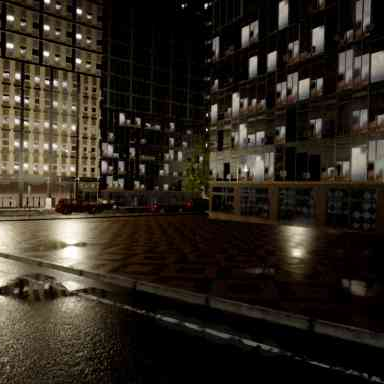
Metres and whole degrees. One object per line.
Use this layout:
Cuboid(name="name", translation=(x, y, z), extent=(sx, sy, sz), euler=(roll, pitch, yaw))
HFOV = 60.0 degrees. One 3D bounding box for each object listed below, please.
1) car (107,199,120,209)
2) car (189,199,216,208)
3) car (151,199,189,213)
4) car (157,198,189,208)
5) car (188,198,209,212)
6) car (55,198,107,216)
Cuboid(name="car", translation=(-12.283, 1.722, 46.546), extent=(4.403, 1.369, 2.008), euler=(1, 1, -34))
Cuboid(name="car", translation=(1.769, 1.874, 56.127), extent=(4.313, 1.339, 1.947), euler=(1, 1, -34))
Cuboid(name="car", translation=(-3.162, 1.967, 43.229), extent=(4.507, 1.381, 1.887), euler=(1, 1, -34))
Cuboid(name="car", translation=(-3.055, 1.786, 52.837), extent=(4.829, 1.417, 1.752), euler=(1, 1, -34))
Cuboid(name="car", translation=(1.526, 1.783, 46.419), extent=(5.009, 1.841, 2.192), euler=(1, 1, -34))
Cuboid(name="car", translation=(-12.525, 1.646, 36.839), extent=(5.009, 1.841, 2.192), euler=(1, 1, -34))
